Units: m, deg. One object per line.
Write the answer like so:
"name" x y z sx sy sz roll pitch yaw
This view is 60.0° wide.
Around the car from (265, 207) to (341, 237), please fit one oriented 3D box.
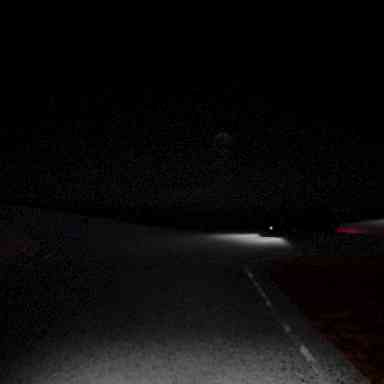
"car" 6.448 1.671 19.232 4.892 1.490 1.837 -1 1 -27
